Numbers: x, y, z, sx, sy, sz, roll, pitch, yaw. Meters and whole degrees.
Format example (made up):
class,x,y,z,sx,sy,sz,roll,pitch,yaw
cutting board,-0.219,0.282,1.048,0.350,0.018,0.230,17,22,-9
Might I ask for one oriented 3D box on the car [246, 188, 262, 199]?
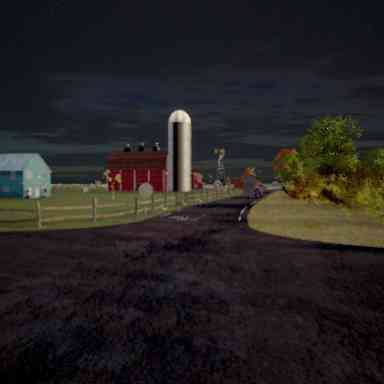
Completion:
class,x,y,z,sx,sy,sz,roll,pitch,yaw
car,10.162,0.333,55.962,1.837,1.490,4.892,1,1,15
